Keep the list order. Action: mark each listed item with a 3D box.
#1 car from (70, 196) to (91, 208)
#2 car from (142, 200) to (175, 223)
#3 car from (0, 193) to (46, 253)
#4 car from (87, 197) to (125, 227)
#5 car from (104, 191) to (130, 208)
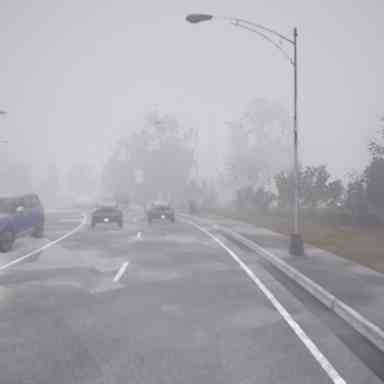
[{"bbox_3d":[-13.285,1.164,40.461,1.812,1.442,4.674,0,0,-31],"label":"car"},{"bbox_3d":[-2.459,1.329,23.996,1.837,1.490,4.892,1,1,-14],"label":"car"},{"bbox_3d":[-7.755,1.107,13.447,2.150,2.045,5.566,0,2,-6],"label":"car"},{"bbox_3d":[-5.425,1.334,21.513,1.837,1.490,4.892,0,0,-12],"label":"car"},{"bbox_3d":[-9.448,0.895,40.952,2.150,2.045,5.566,1,0,-31],"label":"car"}]
